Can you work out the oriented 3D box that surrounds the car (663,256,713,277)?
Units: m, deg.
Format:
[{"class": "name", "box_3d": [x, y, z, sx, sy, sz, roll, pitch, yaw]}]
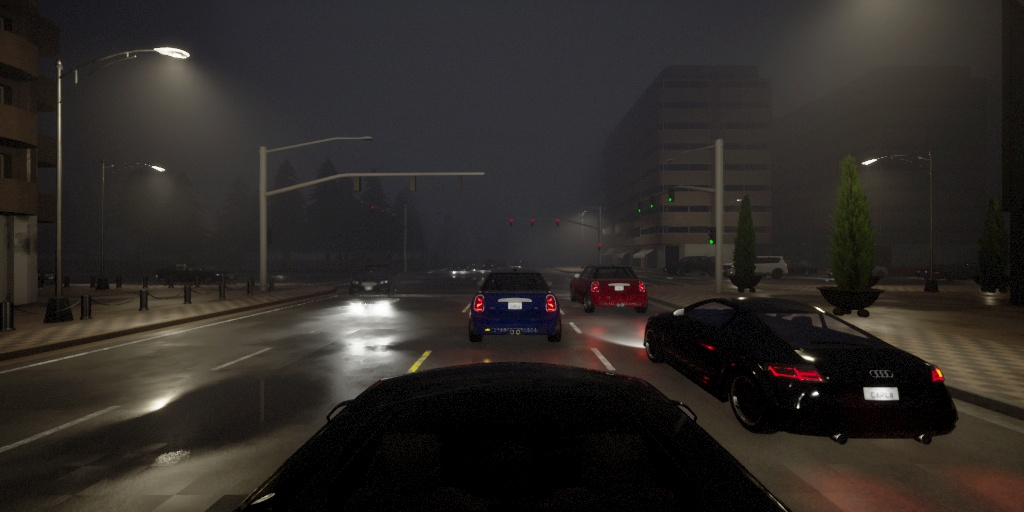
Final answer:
[{"class": "car", "box_3d": [18.422, 1.027, 36.521, 5.566, 2.045, 2.150, 0, 0, 0]}]

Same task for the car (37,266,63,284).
[{"class": "car", "box_3d": [-35.294, 1.297, 25.619, 4.902, 1.511, 2.128, 0, 0, 0]}]

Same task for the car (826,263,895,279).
[{"class": "car", "box_3d": [31.806, 1.331, 33.068, 4.674, 1.442, 1.812, 0, 0, 0]}]

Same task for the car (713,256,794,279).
[{"class": "car", "box_3d": [22.169, 1.027, 33.036, 5.566, 2.045, 2.150, 0, 0, 0]}]

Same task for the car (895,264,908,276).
[{"class": "car", "box_3d": [38.227, 1.406, 36.588, 4.718, 1.301, 1.895, 0, 0, 0]}]

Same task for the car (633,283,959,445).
[{"class": "car", "box_3d": [3.607, 1.314, 5.510, 1.994, 1.385, 4.181, 0, 0, 0]}]

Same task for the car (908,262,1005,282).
[{"class": "car", "box_3d": [36.470, 1.353, 29.386, 5.357, 1.411, 2.033, 0, 0, 0]}]

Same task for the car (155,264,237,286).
[{"class": "car", "box_3d": [-22.509, 1.297, 25.664, 4.902, 1.511, 2.128, 0, 0, 0]}]

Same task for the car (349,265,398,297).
[{"class": "car", "box_3d": [-7.224, 1.240, 19.156, 2.128, 1.511, 4.902, 1, 0, -13]}]

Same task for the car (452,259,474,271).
[{"class": "car", "box_3d": [-6.859, 1.314, 48.668, 1.994, 1.385, 4.181, 0, 0, 2]}]

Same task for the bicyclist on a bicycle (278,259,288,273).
[{"class": "bicyclist on a bicycle", "box_3d": [-25.611, 1.106, 40.135, 0.582, 1.620, 1.656, 0, 0, 0]}]

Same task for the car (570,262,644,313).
[{"class": "car", "box_3d": [3.606, 1.102, 14.151, 2.097, 1.767, 4.553, 0, 0, 0]}]

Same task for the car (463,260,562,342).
[{"class": "car", "box_3d": [0.083, 1.102, 9.923, 2.097, 1.767, 4.553, 0, 0, 0]}]

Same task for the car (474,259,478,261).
[{"class": "car", "box_3d": [-6.246, 1.254, 57.557, 1.837, 1.490, 4.892, 0, 0, 7]}]

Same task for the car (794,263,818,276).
[{"class": "car", "box_3d": [28.181, 1.406, 36.557, 4.718, 1.301, 1.895, 0, 0, 0]}]
